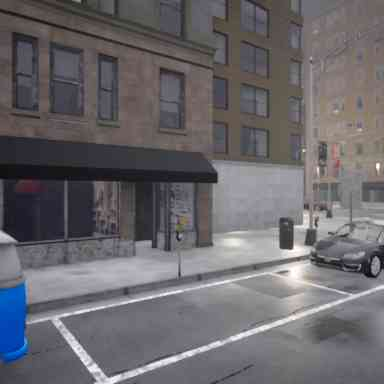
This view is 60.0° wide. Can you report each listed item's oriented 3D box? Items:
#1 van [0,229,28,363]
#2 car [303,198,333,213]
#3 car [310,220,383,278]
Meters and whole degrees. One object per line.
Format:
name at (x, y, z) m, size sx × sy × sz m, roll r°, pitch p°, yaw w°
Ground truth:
van at (-3.868, 1.341, 3.429) m, size 3.998 × 1.788 × 1.690 m, roll 0°, pitch 0°, yaw -36°
car at (12.728, 1.369, 36.027) m, size 1.882 × 1.535 × 5.008 m, roll 0°, pitch 0°, yaw -36°
car at (5.345, 1.548, 10.013) m, size 4.403 × 1.369 × 2.008 m, roll 0°, pitch 0°, yaw -36°
